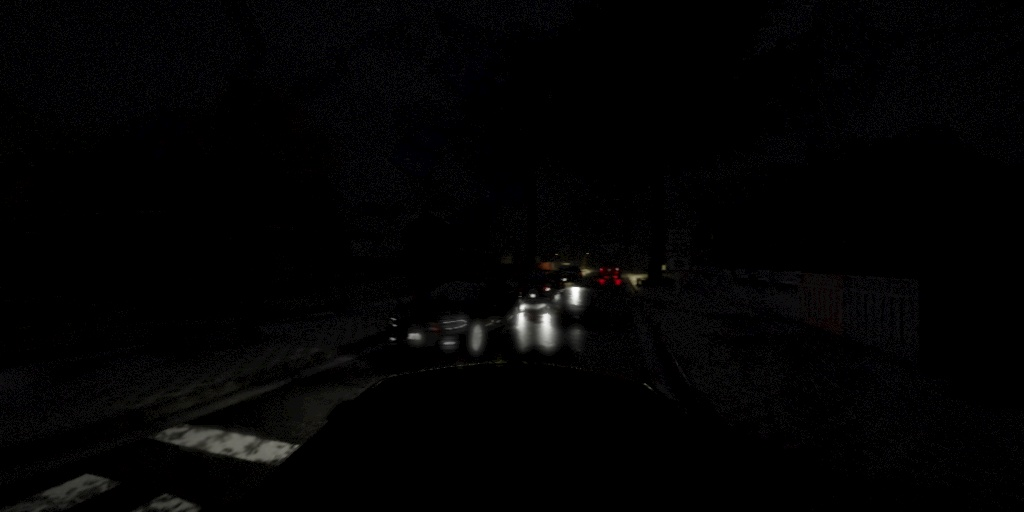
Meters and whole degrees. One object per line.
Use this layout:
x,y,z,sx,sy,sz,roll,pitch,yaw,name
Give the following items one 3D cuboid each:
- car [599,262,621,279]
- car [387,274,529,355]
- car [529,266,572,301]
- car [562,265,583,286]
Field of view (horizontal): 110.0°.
10.531,1.469,38.515,2.097,1.767,4.553,0,-1,17,car
-1.146,1.279,9.232,1.882,1.535,5.008,0,0,16,car
1.652,1.426,18.724,2.033,1.411,5.357,0,0,16,car
4.504,1.475,28.336,1.837,1.490,4.892,0,-1,17,car
